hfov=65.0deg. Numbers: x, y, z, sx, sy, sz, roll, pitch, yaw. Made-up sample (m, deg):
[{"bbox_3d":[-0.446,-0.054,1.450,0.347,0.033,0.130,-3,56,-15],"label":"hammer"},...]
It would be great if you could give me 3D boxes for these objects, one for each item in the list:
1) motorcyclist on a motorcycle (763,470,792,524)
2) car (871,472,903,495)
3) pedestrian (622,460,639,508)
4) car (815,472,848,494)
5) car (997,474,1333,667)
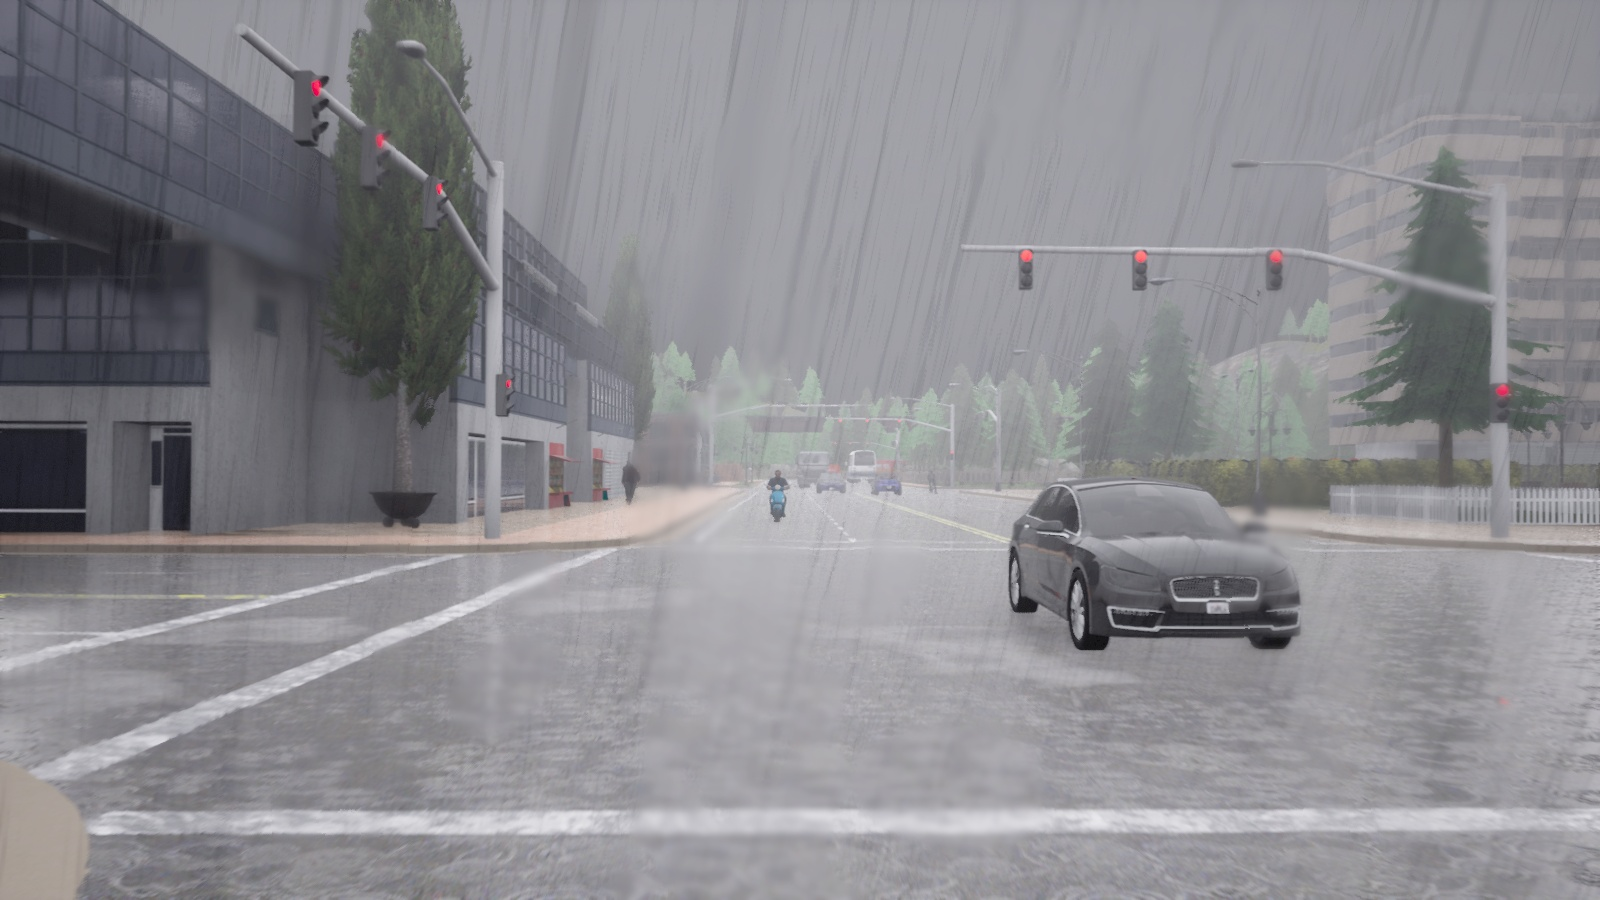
[{"bbox_3d":[-0.675,1.413,38.338,0.866,1.590,1.817,0,-1,-1],"label":"motorcyclist on a motorcycle"},{"bbox_3d":[5.752,2.203,83.504,1.816,1.474,4.193,0,-1,-1],"label":"car"},{"bbox_3d":[-6.627,1.323,49.138,0.634,1.844,0.899,0,-1,-4],"label":"pedestrian"},{"bbox_3d":[2.183,2.293,88.854,2.163,1.488,4.792,0,-1,-1],"label":"car"},{"bbox_3d":[3.320,1.015,12.558,1.837,1.490,4.892,0,0,-1],"label":"car"}]
